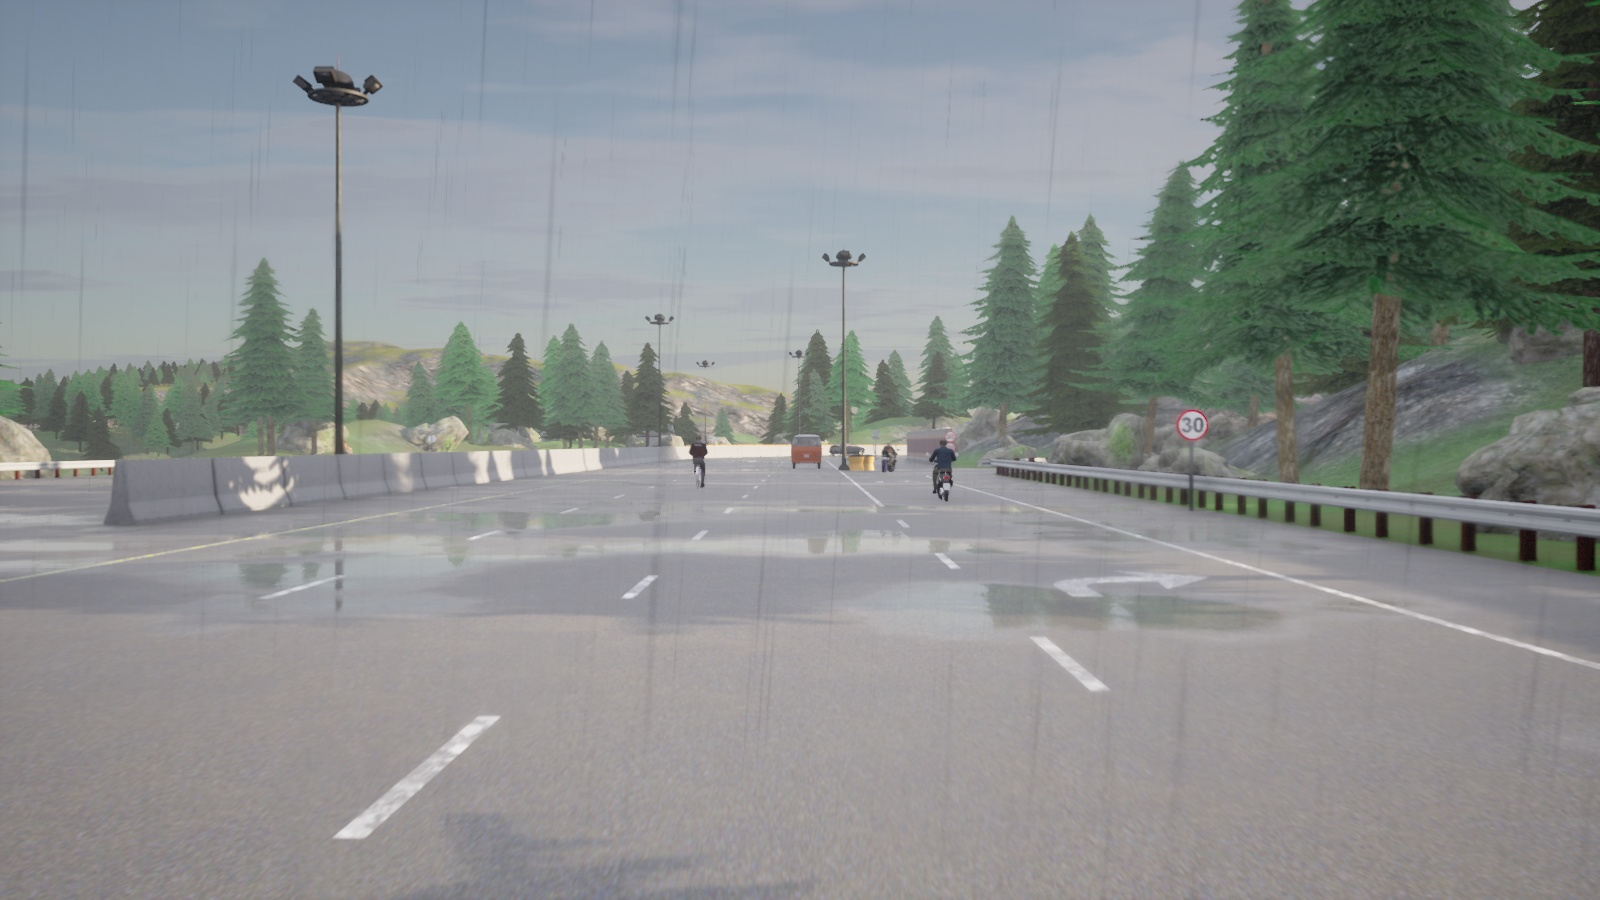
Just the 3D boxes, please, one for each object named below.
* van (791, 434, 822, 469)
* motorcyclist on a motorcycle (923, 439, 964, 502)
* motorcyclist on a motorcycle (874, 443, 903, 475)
[{"bbox_3d":[0.386,0.076,74.863,1.775,1.987,4.442,0,0,0],"label":"van"},{"bbox_3d":[3.703,0.520,32.492,0.866,1.590,1.817,0,0,0],"label":"motorcyclist on a motorcycle"},{"bbox_3d":[4.472,0.430,62.993,0.866,1.530,2.191,2,1,19],"label":"motorcyclist on a motorcycle"}]
